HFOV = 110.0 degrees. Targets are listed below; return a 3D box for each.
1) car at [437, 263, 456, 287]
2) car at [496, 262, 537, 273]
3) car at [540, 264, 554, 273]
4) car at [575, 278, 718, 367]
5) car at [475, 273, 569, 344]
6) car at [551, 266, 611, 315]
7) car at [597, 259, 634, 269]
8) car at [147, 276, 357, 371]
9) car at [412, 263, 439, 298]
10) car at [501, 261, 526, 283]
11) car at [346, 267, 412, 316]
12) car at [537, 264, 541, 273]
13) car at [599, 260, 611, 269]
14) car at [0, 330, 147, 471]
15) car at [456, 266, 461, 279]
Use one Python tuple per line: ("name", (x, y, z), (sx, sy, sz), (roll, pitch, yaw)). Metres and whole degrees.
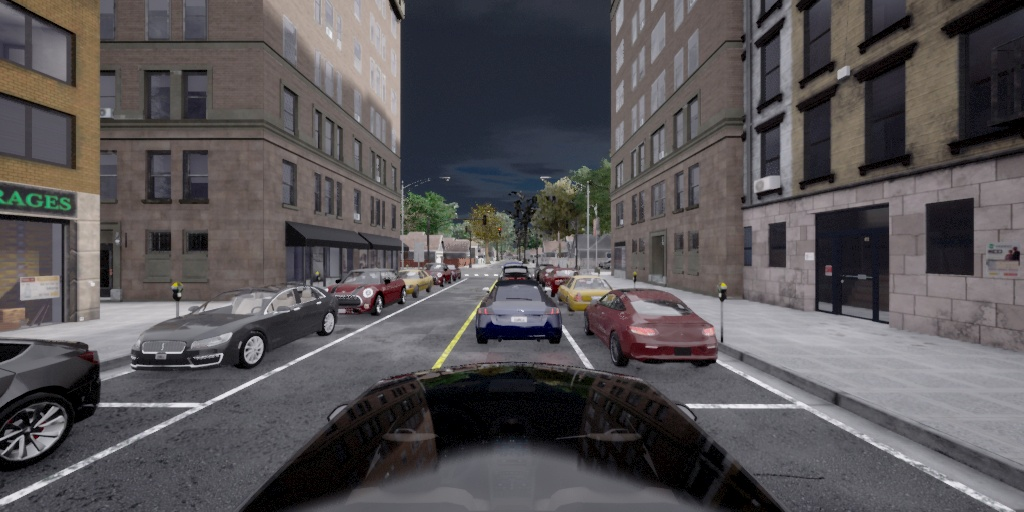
("car", (-5.272, 1.198, 24.228), (1.967, 1.591, 4.097), (0, 0, 0))
("car", (0.189, 1.260, 19.592), (1.837, 1.490, 4.892), (0, 0, 0))
("car", (2.723, 1.300, 18.668), (1.888, 1.381, 4.507), (0, 0, 0))
("car", (2.662, 1.332, 7.631), (1.802, 1.307, 4.207), (0, 0, 0))
("car", (0.142, 1.315, 9.607), (1.994, 1.385, 4.181), (0, 0, 0))
("car", (2.694, 1.278, 13.320), (1.751, 1.417, 4.829), (0, 0, 0))
("car", (15.193, 1.181, 52.614), (4.892, 1.490, 1.837), (0, 0, 0))
("car", (-5.363, 1.301, 7.672), (2.007, 1.370, 4.403), (0, 0, 0))
("car", (-5.303, 1.280, 18.539), (1.751, 1.417, 4.829), (0, 0, 0))
("car", (0.136, 1.239, 29.273), (1.882, 1.535, 5.008), (0, 0, 0))
("car", (-5.332, 1.192, 13.190), (1.967, 1.591, 4.097), (0, 0, 0))
("car", (2.753, 1.340, 24.186), (1.802, 1.307, 4.207), (0, 0, 0))
("car", (14.997, 1.168, 49.357), (4.902, 1.511, 2.128), (0, 0, 0))
("car", (-5.393, 1.316, 2.154), (1.948, 1.339, 4.313), (0, 0, 0))
("car", (-5.242, 1.343, 29.747), (1.802, 1.307, 4.207), (0, 0, 0))
